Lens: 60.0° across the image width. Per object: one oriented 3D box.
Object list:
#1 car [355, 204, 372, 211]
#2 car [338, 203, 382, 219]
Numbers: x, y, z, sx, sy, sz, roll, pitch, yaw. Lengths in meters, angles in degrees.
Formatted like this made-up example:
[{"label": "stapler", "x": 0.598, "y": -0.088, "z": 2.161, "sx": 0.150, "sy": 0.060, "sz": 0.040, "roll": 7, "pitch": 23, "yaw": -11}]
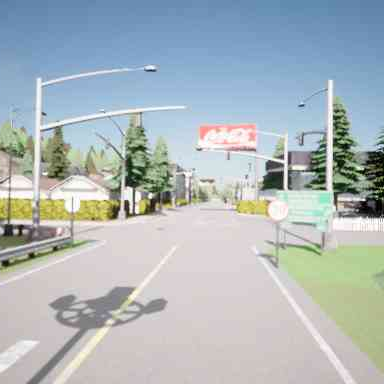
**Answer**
[{"label": "car", "x": 40.956, "y": 3.574, "z": 79.504, "sx": 2.007, "sy": 1.523, "sz": 4.514, "roll": 1, "pitch": -1, "yaw": 4}, {"label": "car", "x": 16.917, "y": 2.377, "z": 34.357, "sx": 3.866, "sy": 1.878, "sz": 1.905, "roll": 1, "pitch": -1, "yaw": 4}]
